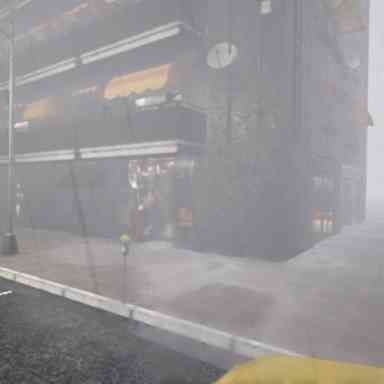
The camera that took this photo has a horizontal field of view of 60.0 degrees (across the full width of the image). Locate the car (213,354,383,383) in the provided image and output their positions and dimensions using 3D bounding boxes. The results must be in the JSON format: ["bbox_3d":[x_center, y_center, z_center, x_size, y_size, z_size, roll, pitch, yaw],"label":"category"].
[{"bbox_3d":[2.043,1.535,1.408,4.829,1.417,1.752,1,1,36],"label":"car"}]
